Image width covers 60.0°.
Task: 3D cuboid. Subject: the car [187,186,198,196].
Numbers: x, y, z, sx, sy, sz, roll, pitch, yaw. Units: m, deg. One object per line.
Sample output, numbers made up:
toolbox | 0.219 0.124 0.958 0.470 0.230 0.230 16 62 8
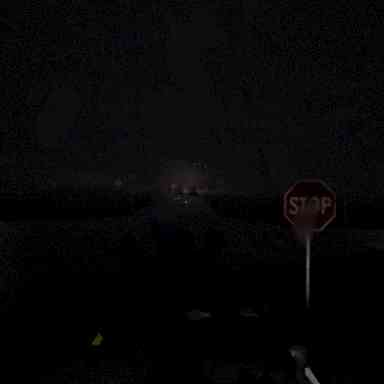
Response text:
car | 0.144 0.047 61.436 1.812 1.442 4.674 0 2 0

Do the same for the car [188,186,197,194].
car | 0.169 -0.430 71.461 1.837 1.490 4.892 0 2 0

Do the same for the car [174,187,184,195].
car | -2.594 -0.170 66.467 1.882 1.535 5.008 0 2 0
